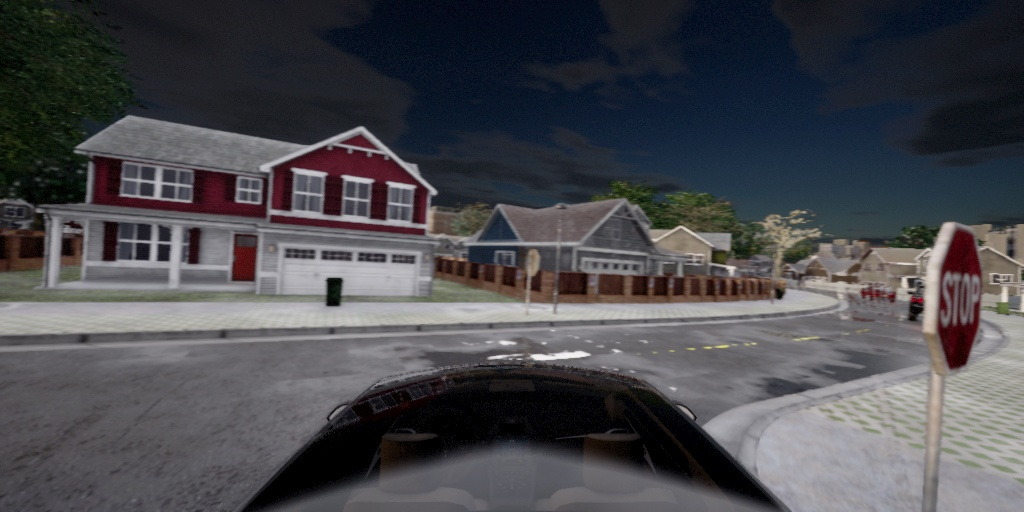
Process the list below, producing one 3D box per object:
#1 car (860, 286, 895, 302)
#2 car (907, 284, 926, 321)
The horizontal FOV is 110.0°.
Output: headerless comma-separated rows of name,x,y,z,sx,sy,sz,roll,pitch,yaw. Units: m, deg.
car,40.438,4.133,39.784,1.882,1.535,5.008,3,-1,32
car,24.215,2.686,20.366,5.566,2.045,2.150,4,0,-41
